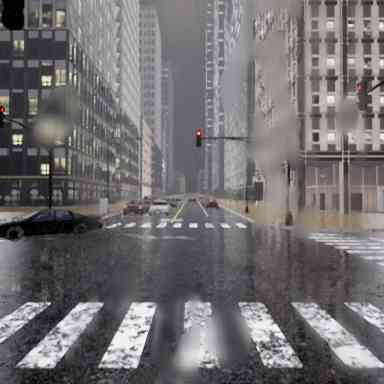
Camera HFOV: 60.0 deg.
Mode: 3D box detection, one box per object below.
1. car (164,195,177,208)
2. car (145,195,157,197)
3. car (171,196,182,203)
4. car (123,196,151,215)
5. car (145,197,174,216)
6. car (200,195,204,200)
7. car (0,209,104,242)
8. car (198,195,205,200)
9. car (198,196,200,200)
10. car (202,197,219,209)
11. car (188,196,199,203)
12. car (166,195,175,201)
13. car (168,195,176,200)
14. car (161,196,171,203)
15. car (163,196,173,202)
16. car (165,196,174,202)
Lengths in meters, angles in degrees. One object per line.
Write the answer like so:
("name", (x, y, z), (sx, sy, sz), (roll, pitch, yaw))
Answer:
("car", (-3.104, 1.597, 48.752), (2.033, 1.411, 5.357), (0, 0, 0))
("car", (-5.678, 1.361, 44.892), (2.192, 1.841, 5.009), (1, 0, 0))
("car", (-3.010, 1.380, 64.790), (1.895, 1.301, 4.718), (0, 0, 0))
("car", (-5.679, 1.475, 33.742), (1.967, 1.590, 4.097), (1, 0, 0))
("car", (-3.102, 1.560, 32.669), (1.812, 1.442, 4.674), (0, 0, 1))
("car", (2.696, 1.584, 56.281), (1.752, 1.417, 4.829), (1, 0, 0))
("car", (-7.264, 1.570, 16.855), (5.357, 1.411, 2.033), (0, 0, -37))
("car", (2.690, 1.645, 95.151), (1.887, 1.381, 4.507), (1, 0, 0))
("car", (2.694, 1.630, 61.688), (1.947, 1.339, 4.313), (1, 0, 0))
("car", (2.696, 1.628, 44.955), (1.802, 1.307, 4.206), (1, 0, 0))
("car", (0.073, 1.619, 70.457), (2.033, 1.411, 5.357), (0, 0, 0))
("car", (-5.690, 1.645, 89.493), (2.008, 1.369, 4.403), (1, 0, 0))
("car", (-5.691, 1.666, 95.068), (1.947, 1.339, 4.313), (1, 0, 0))
("car", (-5.687, 1.620, 72.767), (1.887, 1.381, 4.507), (1, 0, 0))
("car", (-5.688, 1.632, 78.343), (2.008, 1.369, 4.403), (1, 0, 0))
("car", (-5.689, 1.632, 83.918), (1.887, 1.381, 4.507), (1, 0, 0))
